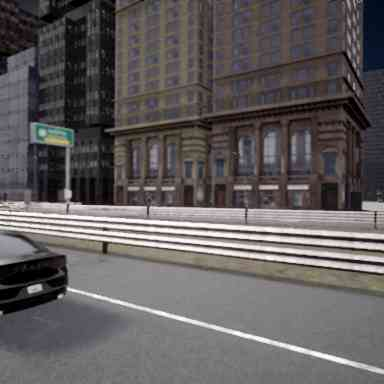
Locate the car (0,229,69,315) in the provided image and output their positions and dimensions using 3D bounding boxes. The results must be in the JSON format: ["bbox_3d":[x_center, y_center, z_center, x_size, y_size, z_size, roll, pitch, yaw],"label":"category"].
[{"bbox_3d":[-4.765,1.536,7.182,5.008,1.535,1.882,0,-1,35],"label":"car"}]

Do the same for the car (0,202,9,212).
[{"bbox_3d":[-27.178,2.030,45.099,4.792,1.488,2.163,0,0,17],"label":"car"}]
